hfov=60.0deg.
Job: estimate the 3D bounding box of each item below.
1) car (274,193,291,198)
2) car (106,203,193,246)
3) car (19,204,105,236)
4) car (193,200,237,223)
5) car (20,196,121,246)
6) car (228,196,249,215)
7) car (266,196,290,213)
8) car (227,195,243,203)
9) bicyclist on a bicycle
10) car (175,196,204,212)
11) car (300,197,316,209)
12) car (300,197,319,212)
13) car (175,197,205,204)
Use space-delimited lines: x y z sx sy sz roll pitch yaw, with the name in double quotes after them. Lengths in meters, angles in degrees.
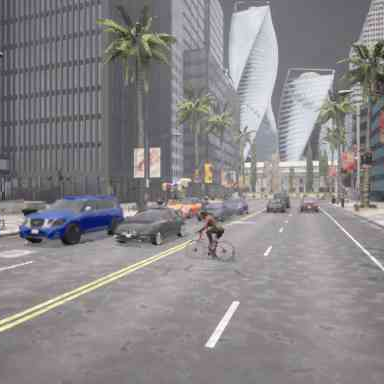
12.648 1.221 47.001 2.150 2.045 5.566 0 0 19 "car"
-1.761 1.505 15.570 1.837 1.490 4.892 0 0 19 "car"
-7.373 1.513 19.553 2.161 1.482 4.786 0 0 18 "car"
1.846 1.564 25.962 1.994 1.385 4.181 0 0 20 "car"
-5.366 1.222 15.837 2.150 2.045 5.566 0 0 19 "car"
4.345 1.352 33.477 2.097 1.767 4.553 0 0 19 "car"
9.502 1.492 37.422 2.128 1.511 4.902 0 0 18 "car"
8.857 1.481 68.224 2.231 1.521 4.892 0 0 18 "car"
0.572 1.453 10.849 1.656 1.620 0.582 -1 0 19 "bicyclist on a bicycle"
-0.273 1.354 40.303 2.185 1.767 4.553 0 0 18 "car"
16.476 1.492 47.471 2.128 1.511 4.902 0 0 18 "car"
13.498 1.526 38.367 1.812 1.442 4.674 0 0 18 "car"
-0.584 1.351 29.599 2.097 1.767 4.553 0 0 19 "car"
